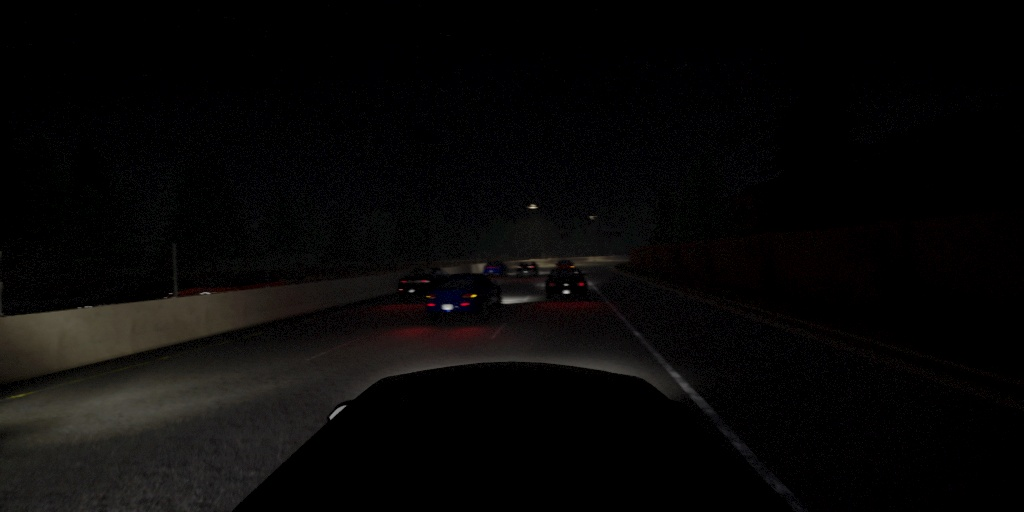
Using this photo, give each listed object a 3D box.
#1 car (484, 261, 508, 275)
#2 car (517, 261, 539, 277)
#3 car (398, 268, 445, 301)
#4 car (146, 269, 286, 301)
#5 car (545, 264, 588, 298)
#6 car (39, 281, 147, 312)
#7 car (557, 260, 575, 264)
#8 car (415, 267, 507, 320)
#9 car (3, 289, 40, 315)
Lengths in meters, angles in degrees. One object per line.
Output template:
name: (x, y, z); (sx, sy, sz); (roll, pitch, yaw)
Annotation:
car: (-1.630, 1.300, 36.783); (1.882, 1.535, 5.008); (-2, 0, 9)
car: (1.593, 1.205, 34.699); (2.128, 1.511, 4.902); (-2, 0, 8)
car: (-4.247, 1.392, 18.836); (2.128, 1.511, 4.902); (-2, 0, 8)
car: (-12.028, 1.510, 15.349); (2.097, 1.767, 4.553); (-2, 0, 8)
car: (2.672, 1.270, 17.784); (1.895, 1.301, 4.718); (-2, 0, 8)
car: (-15.587, 1.781, 15.145); (1.837, 1.490, 4.892); (-2, 0, 8)
car: (5.205, 1.120, 35.278); (1.812, 1.442, 4.674); (-2, 0, 8)
car: (-1.575, 1.334, 12.871); (1.812, 1.442, 4.674); (-2, 0, 8)
car: (-19.252, 1.999, 14.221); (1.895, 1.301, 4.718); (-2, 0, 8)
